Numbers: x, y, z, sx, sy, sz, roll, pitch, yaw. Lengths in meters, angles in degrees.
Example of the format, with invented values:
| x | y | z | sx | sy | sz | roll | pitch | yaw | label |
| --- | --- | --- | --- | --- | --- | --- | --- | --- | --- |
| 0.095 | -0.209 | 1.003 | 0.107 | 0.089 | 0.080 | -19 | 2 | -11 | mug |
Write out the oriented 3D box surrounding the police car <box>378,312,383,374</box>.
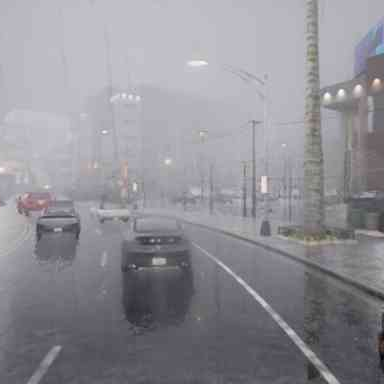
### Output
| x | y | z | sx | sy | sz | roll | pitch | yaw | label |
| --- | --- | --- | --- | --- | --- | --- | --- | --- | --- |
| 2.996 | 1.415 | 1.756 | 1.930 | 1.638 | 5.238 | 0 | 0 | -1 | police car |

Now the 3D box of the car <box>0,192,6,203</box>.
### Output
| x | y | z | sx | sy | sz | roll | pitch | yaw | label |
| --- | --- | --- | --- | --- | --- | --- | --- | --- | --- |
| -31.836 | 1.140 | 53.760 | 1.994 | 1.385 | 4.181 | 0 | 0 | -37 | car |

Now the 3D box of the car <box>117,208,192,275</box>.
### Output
| x | y | z | sx | sy | sz | roll | pitch | yaw | label |
| --- | --- | --- | --- | --- | --- | --- | --- | --- | --- |
| -1.200 | 1.428 | 10.318 | 1.837 | 1.490 | 4.892 | 0 | 0 | -10 | car |

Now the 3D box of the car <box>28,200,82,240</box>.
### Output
| x | y | z | sx | sy | sz | roll | pitch | yaw | label |
| --- | --- | --- | --- | --- | --- | --- | --- | --- | --- |
| -6.524 | 1.366 | 16.372 | 2.128 | 1.511 | 4.902 | 0 | 0 | -20 | car |

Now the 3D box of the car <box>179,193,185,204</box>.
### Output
| x | y | z | sx | sy | sz | roll | pitch | yaw | label |
| --- | --- | --- | --- | --- | --- | --- | --- | --- | --- |
| -1.398 | 0.909 | 49.485 | 2.185 | 1.767 | 4.553 | 0 | 0 | -37 | car |

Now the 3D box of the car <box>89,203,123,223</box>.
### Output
| x | y | z | sx | sy | sz | roll | pitch | yaw | label |
| --- | --- | --- | --- | --- | --- | --- | --- | --- | --- |
| -5.979 | 1.426 | 23.650 | 1.895 | 1.301 | 4.718 | 0 | 0 | -28 | car |

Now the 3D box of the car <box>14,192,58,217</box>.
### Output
| x | y | z | sx | sy | sz | roll | pitch | yaw | label |
| --- | --- | --- | --- | --- | --- | --- | --- | --- | --- |
| -13.855 | 0.995 | 29.332 | 2.150 | 2.045 | 5.566 | 0 | 0 | -35 | car |

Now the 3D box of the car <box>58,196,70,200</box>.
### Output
| x | y | z | sx | sy | sz | roll | pitch | yaw | label |
| --- | --- | --- | --- | --- | --- | --- | --- | --- | --- |
| -14.135 | 1.208 | 35.489 | 1.882 | 1.535 | 5.008 | 0 | 1 | -36 | car |

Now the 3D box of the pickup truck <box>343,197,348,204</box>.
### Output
| x | y | z | sx | sy | sz | roll | pitch | yaw | label |
| --- | --- | --- | --- | --- | --- | --- | --- | --- | --- |
| 14.737 | 0.926 | 27.057 | 6.274 | 2.098 | 2.390 | 0 | 0 | -37 | pickup truck |
